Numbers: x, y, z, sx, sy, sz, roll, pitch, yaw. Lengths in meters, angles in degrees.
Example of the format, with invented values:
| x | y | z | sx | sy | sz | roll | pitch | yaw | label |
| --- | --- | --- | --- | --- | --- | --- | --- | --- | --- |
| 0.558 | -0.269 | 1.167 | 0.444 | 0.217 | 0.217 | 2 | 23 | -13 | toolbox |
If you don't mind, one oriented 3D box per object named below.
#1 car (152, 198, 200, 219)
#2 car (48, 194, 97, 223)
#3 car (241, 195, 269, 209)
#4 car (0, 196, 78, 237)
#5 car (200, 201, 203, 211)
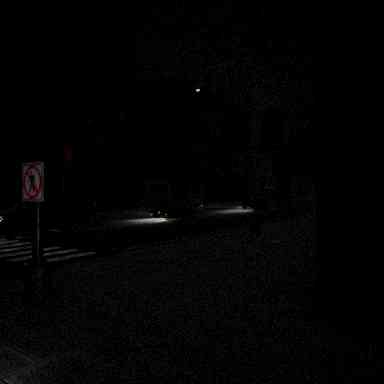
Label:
| x | y | z | sx | sy | sz | roll | pitch | yaw | label |
| --- | --- | --- | --- | --- | --- | --- | --- | --- | --- |
| -1.501 | 1.470 | 28.392 | 1.994 | 1.385 | 4.181 | 0 | 0 | 35 | car |
| -9.234 | 1.169 | 23.087 | 2.150 | 2.045 | 5.566 | 0 | 0 | 35 | car |
| 7.916 | 1.437 | 41.669 | 1.895 | 1.301 | 4.718 | 0 | 0 | 36 | car |
| -8.816 | 1.311 | 17.835 | 2.097 | 1.767 | 4.553 | 0 | 0 | 32 | car |
| -0.694 | 1.392 | 35.159 | 1.837 | 1.490 | 4.892 | 0 | 0 | 35 | car |
